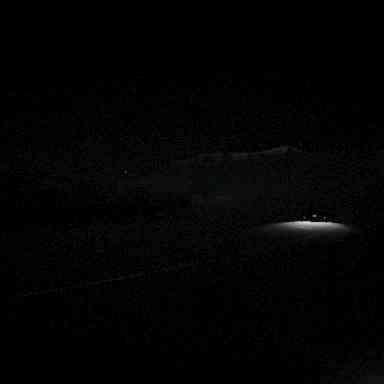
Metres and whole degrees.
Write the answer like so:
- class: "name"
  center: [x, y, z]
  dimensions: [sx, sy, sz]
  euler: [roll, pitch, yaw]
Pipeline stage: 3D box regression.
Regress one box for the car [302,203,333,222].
- class: "car"
  center: [10.057, 1.592, 26.562]
  dimensions: [1.994, 1.385, 4.181]
  euler: [-1, 0, 28]
